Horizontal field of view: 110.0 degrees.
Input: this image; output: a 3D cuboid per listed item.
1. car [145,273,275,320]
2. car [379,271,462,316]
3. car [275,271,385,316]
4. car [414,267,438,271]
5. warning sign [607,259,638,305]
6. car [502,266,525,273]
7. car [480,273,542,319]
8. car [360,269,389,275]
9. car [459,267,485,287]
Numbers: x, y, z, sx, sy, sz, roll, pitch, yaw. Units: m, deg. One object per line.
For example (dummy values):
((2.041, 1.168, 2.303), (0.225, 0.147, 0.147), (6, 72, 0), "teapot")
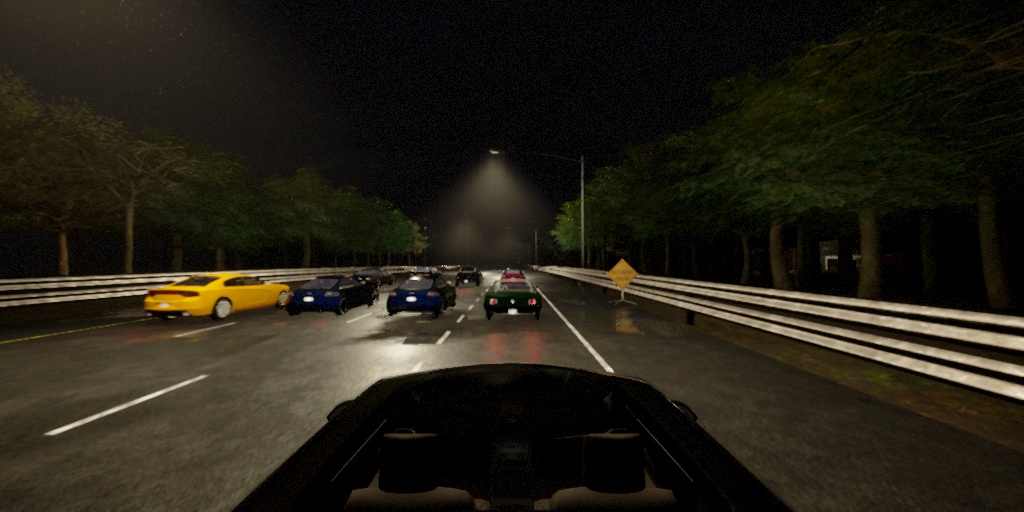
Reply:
((-10.450, 1.374, 13.301), (1.882, 1.535, 5.008), (0, -1, 1), "car")
((-3.438, 1.475, 14.325), (1.994, 1.385, 4.181), (0, -1, 1), "car")
((-6.940, 1.475, 14.275), (1.994, 1.385, 4.181), (0, -1, 1), "car")
((-6.903, 1.641, 29.154), (2.128, 1.511, 4.902), (0, -1, 1), "car")
((4.563, 1.031, 14.772), (1.300, 1.860, 1.060), (0, 0, 0), "warning sign")
((0.101, 1.720, 29.468), (1.994, 1.385, 4.181), (0, -1, 1), "car")
((0.052, 1.500, 13.514), (1.895, 1.301, 4.718), (0, -1, 1), "car")
((-10.433, 1.659, 26.991), (2.033, 1.411, 5.357), (0, -1, 1), "car")
((-3.402, 1.656, 29.173), (1.837, 1.490, 4.892), (0, -1, 1), "car")
